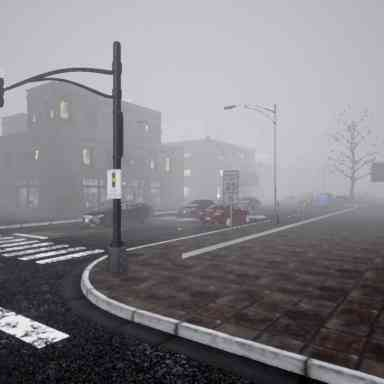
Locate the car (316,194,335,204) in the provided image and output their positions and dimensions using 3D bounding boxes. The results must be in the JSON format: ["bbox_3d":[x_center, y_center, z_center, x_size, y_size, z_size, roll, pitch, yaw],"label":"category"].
[{"bbox_3d":[22.180,1.079,54.948,1.882,1.535,5.008,0,0,34],"label":"car"}]

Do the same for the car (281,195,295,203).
[{"bbox_3d":[16.602,1.201,57.033,1.802,1.307,4.206,0,1,35],"label":"car"}]

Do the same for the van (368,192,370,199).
[{"bbox_3d":[36.053,0.805,70.467,1.690,1.788,3.998,0,1,35],"label":"van"}]

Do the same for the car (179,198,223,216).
[{"bbox_3d":[0.733,1.353,29.477,1.812,1.442,4.674,0,0,35],"label":"car"}]

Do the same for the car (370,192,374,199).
[{"bbox_3d":[39.191,0.973,75.017,1.887,1.381,4.507,0,1,35],"label":"car"}]

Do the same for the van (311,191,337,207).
[{"bbox_3d":[17.224,1.021,43.176,1.690,1.788,3.998,0,1,35],"label":"van"}]

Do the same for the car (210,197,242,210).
[{"bbox_3d":[4.049,1.333,38.840,1.947,1.339,4.313,0,1,35],"label":"car"}]

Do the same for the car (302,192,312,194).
[{"bbox_3d":[22.878,0.862,66.129,2.192,1.841,5.009,0,1,35],"label":"car"}]

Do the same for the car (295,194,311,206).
[{"bbox_3d":[16.357,1.270,46.494,1.895,1.301,4.718,0,0,35],"label":"car"}]

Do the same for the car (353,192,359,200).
[{"bbox_3d":[26.638,1.115,56.823,1.887,1.381,4.507,0,1,35],"label":"car"}]

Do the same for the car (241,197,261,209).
[{"bbox_3d":[6.296,1.287,37.534,1.812,1.442,4.674,0,0,35],"label":"car"}]

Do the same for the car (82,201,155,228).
[{"bbox_3d":[-4.769,1.384,21.508,2.128,1.511,4.902,0,0,35],"label":"car"}]

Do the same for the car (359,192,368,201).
[{"bbox_3d":[32.915,0.939,65.919,1.967,1.590,4.097,0,1,35],"label":"car"}]

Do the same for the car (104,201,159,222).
[{"bbox_3d":[-4.691,1.452,26.173,1.802,1.307,4.206,0,1,35],"label":"car"}]

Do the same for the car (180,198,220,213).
[{"bbox_3d":[0.911,1.355,34.291,2.008,1.369,4.403,0,1,35],"label":"car"}]

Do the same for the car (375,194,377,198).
[{"bbox_3d":[45.468,0.799,84.113,1.967,1.590,4.097,0,1,35],"label":"car"}]

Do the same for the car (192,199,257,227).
[{"bbox_3d":[2.208,1.403,21.413,1.887,1.381,4.507,0,1,35],"label":"car"}]

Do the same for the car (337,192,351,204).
[{"bbox_3d":[23.500,1.173,52.274,1.947,1.339,4.313,0,1,35],"label":"car"}]
